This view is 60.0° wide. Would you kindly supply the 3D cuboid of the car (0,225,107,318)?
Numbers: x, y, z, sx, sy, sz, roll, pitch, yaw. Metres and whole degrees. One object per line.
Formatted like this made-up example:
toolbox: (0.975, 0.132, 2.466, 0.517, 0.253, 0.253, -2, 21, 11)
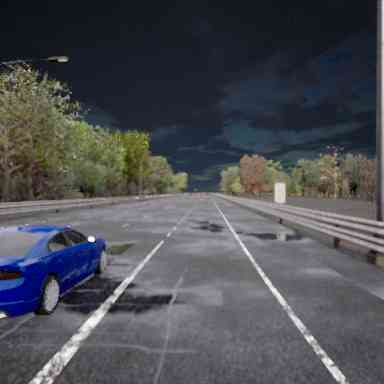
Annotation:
car: (-3.435, 1.479, 7.555, 1.882, 1.535, 5.008, 0, 0, 3)
